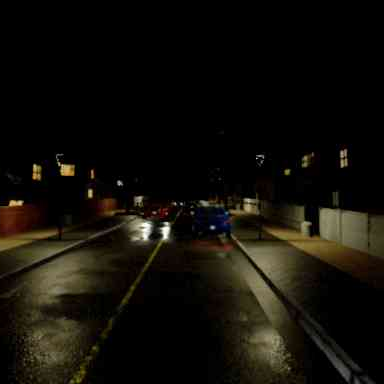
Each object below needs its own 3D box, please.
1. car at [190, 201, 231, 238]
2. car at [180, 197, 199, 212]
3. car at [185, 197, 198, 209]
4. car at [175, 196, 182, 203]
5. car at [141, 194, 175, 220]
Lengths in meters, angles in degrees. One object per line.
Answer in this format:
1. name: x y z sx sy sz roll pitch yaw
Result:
1. car: 0.954 1.484 17.816 1.882 1.535 5.008 0 0 0
2. car: 0.008 1.581 38.076 1.994 1.385 4.181 0 0 1
3. car: -0.020 1.531 48.445 1.837 1.490 4.892 0 0 0
4. car: -2.785 1.580 70.544 2.033 1.411 5.357 0 0 0
5. car: -2.863 1.231 28.110 2.150 2.045 5.566 0 0 0
